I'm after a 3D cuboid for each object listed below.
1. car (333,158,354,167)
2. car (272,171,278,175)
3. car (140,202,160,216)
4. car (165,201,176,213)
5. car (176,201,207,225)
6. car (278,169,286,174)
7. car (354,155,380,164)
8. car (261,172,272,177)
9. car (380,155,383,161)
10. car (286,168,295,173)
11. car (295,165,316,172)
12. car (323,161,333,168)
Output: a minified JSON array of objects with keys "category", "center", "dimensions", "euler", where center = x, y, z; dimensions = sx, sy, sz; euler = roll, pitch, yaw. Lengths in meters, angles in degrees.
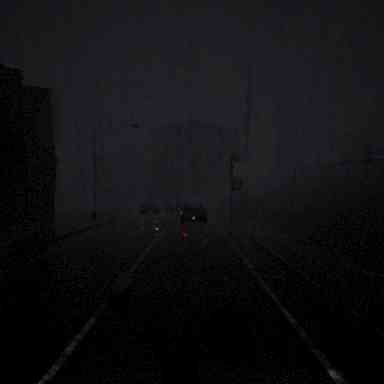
[{"category":"car","center":[21.915,-3.932,45.786],"dimensions":[2.231,1.521,4.892],"euler":[0,1,-1]},{"category":"car","center":[21.224,-4.438,78.926],"dimensions":[2.185,1.767,4.553],"euler":[0,1,-1]},{"category":"car","center":[-4.803,1.810,37.016],"dimensions":[1.812,1.442,4.674],"euler":[0,-1,-11]},{"category":"car","center":[-2.096,1.880,41.594],"dimensions":[1.812,1.442,4.674],"euler":[0,-1,-14]},{"category":"car","center":[0.071,1.575,24.827],"dimensions":[2.128,1.511,4.902],"euler":[0,-1,-1]},{"category":"car","center":[21.337,-4.381,73.407],"dimensions":[2.185,1.767,4.553],"euler":[0,1,-1]},{"category":"car","center":[22.141,-3.799,40.243],"dimensions":[2.002,1.452,4.674],"euler":[0,1,-2]},{"category":"car","center":[20.996,-4.413,89.941],"dimensions":[2.231,1.521,4.892],"euler":[0,0,-1]},{"category":"car","center":[22.487,-3.741,34.706],"dimensions":[2.097,1.535,5.008],"euler":[0,1,-4]},{"category":"car","center":[21.454,-4.153,67.734],"dimensions":[2.002,1.452,4.674],"euler":[0,1,-1]},{"category":"car","center":[21.567,-4.258,62.241],"dimensions":[2.185,1.767,4.553],"euler":[0,1,-1]},{"category":"car","center":[21.792,-4.007,51.303],"dimensions":[2.231,1.521,4.892],"euler":[0,1,-1]}]
